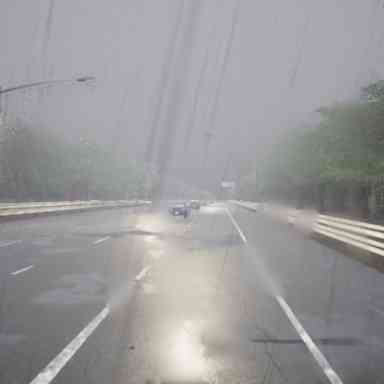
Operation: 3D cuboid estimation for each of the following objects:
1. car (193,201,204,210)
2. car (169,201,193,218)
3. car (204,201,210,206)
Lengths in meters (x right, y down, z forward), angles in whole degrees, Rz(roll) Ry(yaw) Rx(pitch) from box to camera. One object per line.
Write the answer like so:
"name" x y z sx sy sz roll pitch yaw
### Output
"car" 0.416 2.141 54.446 2.128 1.511 4.902 1 -1 5
"car" -1.250 1.844 33.846 1.812 1.442 4.674 1 -1 5
"car" 2.676 2.789 81.538 2.033 1.411 5.357 1 -1 5
